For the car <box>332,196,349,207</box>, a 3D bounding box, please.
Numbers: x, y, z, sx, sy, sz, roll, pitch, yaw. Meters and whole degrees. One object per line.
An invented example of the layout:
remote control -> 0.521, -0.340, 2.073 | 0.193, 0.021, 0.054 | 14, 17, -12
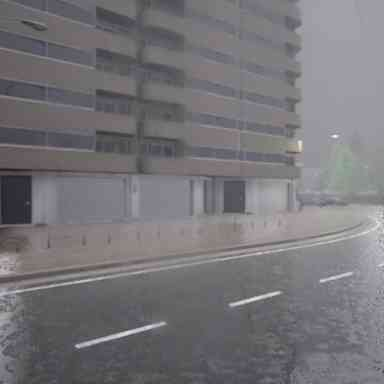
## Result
car -> 20.820, 1.393, 49.026 | 1.882, 1.535, 5.008 | 0, 0, -17

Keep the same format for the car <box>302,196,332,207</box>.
car -> 17.519, 1.486, 47.845 | 1.994, 1.385, 4.181 | 0, 0, -16
